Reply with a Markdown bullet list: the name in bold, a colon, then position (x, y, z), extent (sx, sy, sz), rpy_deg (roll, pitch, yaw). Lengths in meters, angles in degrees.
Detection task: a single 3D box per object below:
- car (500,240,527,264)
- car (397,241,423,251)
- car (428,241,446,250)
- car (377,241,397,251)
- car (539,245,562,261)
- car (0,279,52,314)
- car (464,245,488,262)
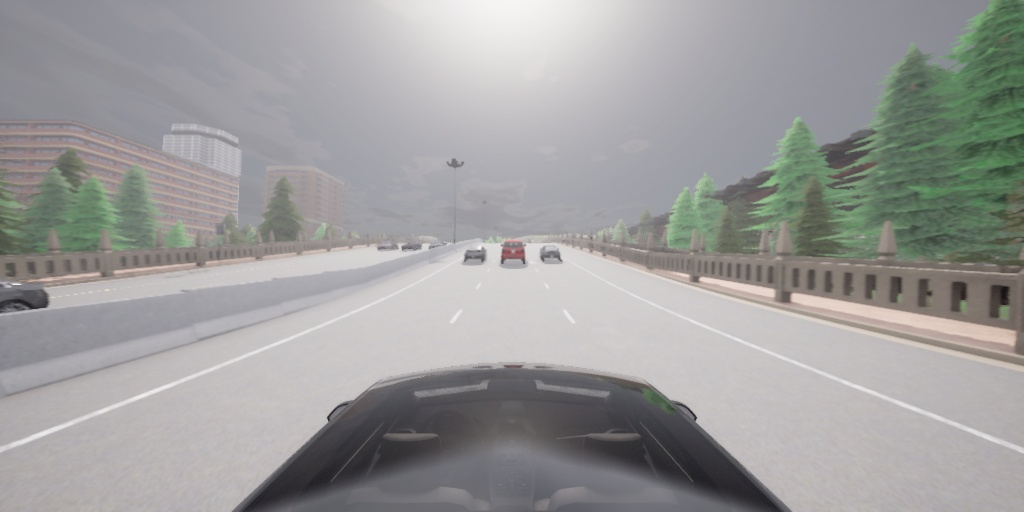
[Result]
- **car**: position (0.125, -0.474, 32.375), extent (2.150, 2.045, 5.566), rpy_deg (0, 4, 1)
- **car**: position (-13.936, -1.381, 49.975), extent (1.895, 1.301, 4.718), rpy_deg (0, 4, 1)
- **car**: position (-10.435, -1.460, 50.570), extent (1.994, 1.385, 4.181), rpy_deg (0, 4, 1)
- **car**: position (-17.430, -1.452, 50.417), extent (1.994, 1.385, 4.181), rpy_deg (0, 4, 1)
- **car**: position (3.649, -0.340, 34.712), extent (1.812, 1.442, 4.674), rpy_deg (0, 4, 1)
- **car**: position (-14.080, 1.192, 8.093), extent (2.128, 1.511, 4.902), rpy_deg (0, 1, 0)
- **car**: position (-3.361, -0.305, 33.747), extent (2.128, 1.511, 4.902), rpy_deg (0, 4, 1)
